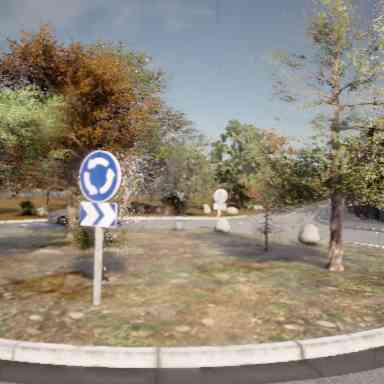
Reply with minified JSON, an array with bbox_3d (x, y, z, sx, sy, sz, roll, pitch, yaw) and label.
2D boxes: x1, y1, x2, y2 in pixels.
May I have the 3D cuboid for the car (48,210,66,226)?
[{"bbox_3d":[-7.932,1.622,24.246,4.674,1.442,1.812,1,0,-30],"label":"car"}]
